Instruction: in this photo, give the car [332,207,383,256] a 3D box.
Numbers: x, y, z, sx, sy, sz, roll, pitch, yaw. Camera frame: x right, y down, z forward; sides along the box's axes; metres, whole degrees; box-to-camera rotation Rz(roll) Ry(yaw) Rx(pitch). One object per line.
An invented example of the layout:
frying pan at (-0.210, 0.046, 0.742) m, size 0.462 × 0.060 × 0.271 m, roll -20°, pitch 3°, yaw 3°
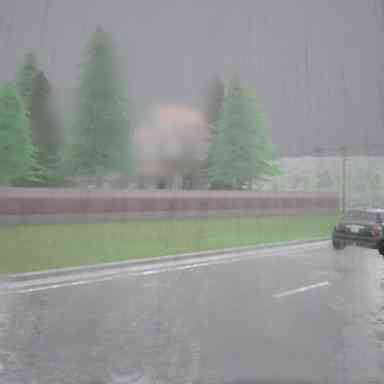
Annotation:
car at (7.872, 1.483, 13.790) m, size 4.553 × 1.767 × 2.097 m, roll 1°, pitch -1°, yaw -35°
